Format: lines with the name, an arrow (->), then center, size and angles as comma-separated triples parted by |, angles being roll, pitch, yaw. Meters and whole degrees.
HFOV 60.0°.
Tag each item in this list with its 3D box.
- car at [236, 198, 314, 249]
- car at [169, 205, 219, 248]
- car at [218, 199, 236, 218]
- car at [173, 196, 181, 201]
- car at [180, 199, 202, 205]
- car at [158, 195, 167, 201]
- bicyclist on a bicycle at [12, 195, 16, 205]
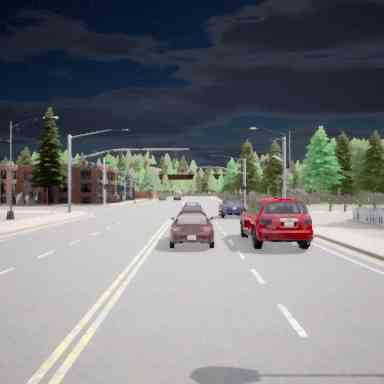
car -> 3.500, 1.257, 14.680 | 2.150, 2.045, 5.566 | 0, 0, 0
car -> 0.000, 1.532, 14.650 | 1.812, 1.442, 4.674 | 0, 0, 0
car -> 3.500, 1.365, 29.620 | 2.097, 1.767, 4.553 | 0, 0, 0
car -> -3.500, 1.546, 79.003 | 1.895, 1.301, 4.718 | 0, 0, 0
car -> 0.000, 1.571, 29.650 | 1.994, 1.385, 4.181 | 0, 0, 0
car -> -7.000, 1.450, 79.035 | 1.837, 1.490, 4.892 | 0, 0, 0
bicyclist on a bicycle -> -28.820, 1.301, 53.762 | 0.582, 1.620, 1.656 | 0, 0, -1
